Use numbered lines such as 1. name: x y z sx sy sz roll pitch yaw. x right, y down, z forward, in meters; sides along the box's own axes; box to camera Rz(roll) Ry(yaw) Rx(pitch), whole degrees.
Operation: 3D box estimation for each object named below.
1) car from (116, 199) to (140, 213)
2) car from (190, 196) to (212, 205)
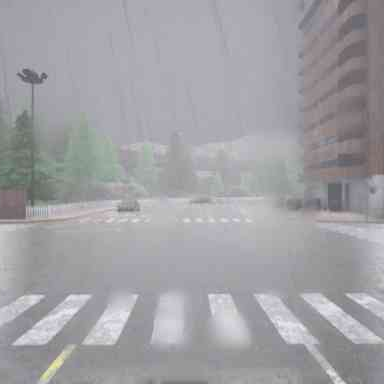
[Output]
1. car: -6.965 1.551 36.417 1.837 1.490 4.892 -1 0 2
2. car: 1.575 1.483 60.233 2.128 1.511 4.902 -1 0 40
